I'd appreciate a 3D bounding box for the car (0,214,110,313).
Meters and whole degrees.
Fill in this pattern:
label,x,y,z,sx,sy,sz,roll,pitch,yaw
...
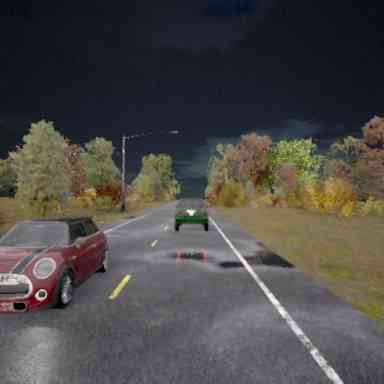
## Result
label,x,y,z,sx,sy,sz,roll,pitch,yaw
car,-3.514,1.424,8.053,2.097,1.767,4.553,0,0,0

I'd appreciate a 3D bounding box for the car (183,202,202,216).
label,x,y,z,sx,sy,sz,roll,pitch,yaw
car,0.053,1.913,38.283,2.033,1.411,5.357,0,-1,0

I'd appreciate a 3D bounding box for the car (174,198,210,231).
label,x,y,z,sx,sy,sz,roll,pitch,yaw
car,0.005,1.427,22.457,2.150,2.045,5.566,0,-1,1
